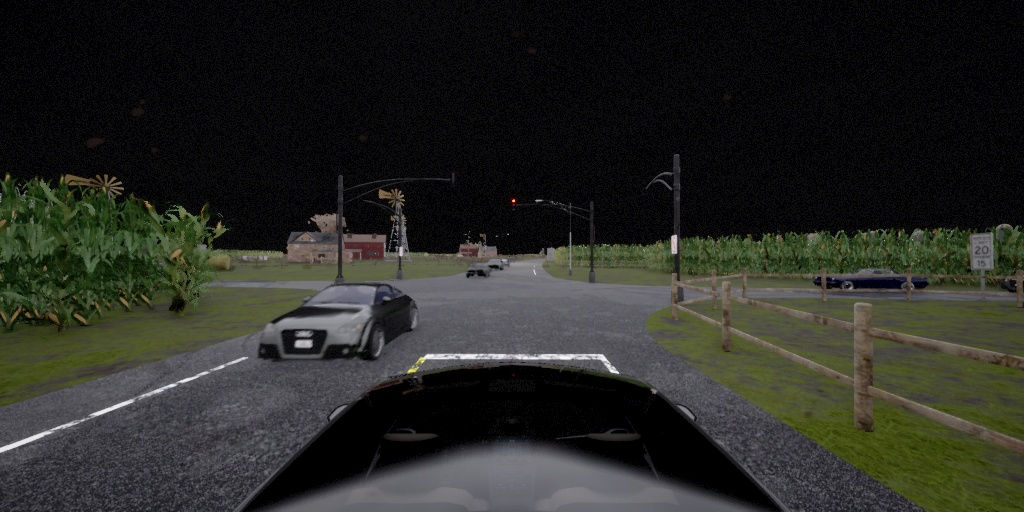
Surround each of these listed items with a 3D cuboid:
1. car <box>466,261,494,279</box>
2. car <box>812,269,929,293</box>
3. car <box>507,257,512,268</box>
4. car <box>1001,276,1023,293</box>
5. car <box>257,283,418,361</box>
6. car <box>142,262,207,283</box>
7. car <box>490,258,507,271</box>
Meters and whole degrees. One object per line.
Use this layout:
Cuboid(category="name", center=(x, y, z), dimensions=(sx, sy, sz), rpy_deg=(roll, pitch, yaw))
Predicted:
Cuboid(category="car", center=(-3.017, 1.350, 32.879), dimensions=(1.895, 1.301, 4.718), rpy_deg=(0, 0, 2))
Cuboid(category="car", center=(20.394, 1.401, 20.634), dimensions=(4.718, 1.301, 1.895), rpy_deg=(0, -1, 9))
Cuboid(category="car", center=(-1.477, 1.257, 62.920), dimensions=(1.812, 1.442, 4.674), rpy_deg=(0, 0, 4))
Cuboid(category="car", center=(29.361, 1.378, 19.079), dimensions=(4.181, 1.385, 1.994), rpy_deg=(0, -1, 10))
Cuboid(category="car", center=(-3.549, 1.315, 8.131), dimensions=(1.994, 1.385, 4.181), rpy_deg=(0, 0, 1))
Cuboid(category="car", center=(-24.174, 1.195, 25.354), dimensions=(4.902, 1.511, 2.128), rpy_deg=(0, -1, 10))
Cuboid(category="car", center=(-2.291, 1.094, 49.453), dimensions=(2.097, 1.767, 4.553), rpy_deg=(0, 0, 3))
